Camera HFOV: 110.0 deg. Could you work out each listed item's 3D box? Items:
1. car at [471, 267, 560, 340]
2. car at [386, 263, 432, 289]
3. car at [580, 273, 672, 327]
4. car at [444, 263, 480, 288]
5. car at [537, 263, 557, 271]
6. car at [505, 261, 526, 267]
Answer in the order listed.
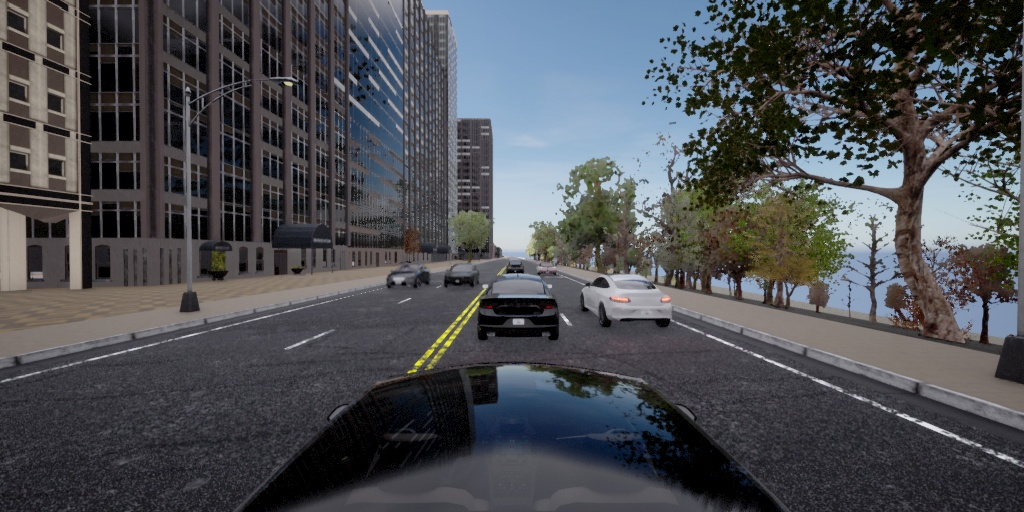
[{"bbox_3d":[0.155,1.227,9.979,1.882,1.535,5.008,0,0,0],"label":"car"},{"bbox_3d":[-6.459,1.239,22.898,2.128,1.511,4.902,0,0,0],"label":"car"},{"bbox_3d":[3.412,1.274,11.360,1.812,1.442,4.674,0,0,0],"label":"car"},{"bbox_3d":[-3.204,1.225,23.645,1.882,1.535,5.008,0,0,0],"label":"car"},{"bbox_3d":[3.591,1.347,37.968,1.895,1.301,4.718,0,0,0],"label":"car"},{"bbox_3d":[0.337,1.251,37.324,1.837,1.490,4.892,0,0,0],"label":"car"}]
